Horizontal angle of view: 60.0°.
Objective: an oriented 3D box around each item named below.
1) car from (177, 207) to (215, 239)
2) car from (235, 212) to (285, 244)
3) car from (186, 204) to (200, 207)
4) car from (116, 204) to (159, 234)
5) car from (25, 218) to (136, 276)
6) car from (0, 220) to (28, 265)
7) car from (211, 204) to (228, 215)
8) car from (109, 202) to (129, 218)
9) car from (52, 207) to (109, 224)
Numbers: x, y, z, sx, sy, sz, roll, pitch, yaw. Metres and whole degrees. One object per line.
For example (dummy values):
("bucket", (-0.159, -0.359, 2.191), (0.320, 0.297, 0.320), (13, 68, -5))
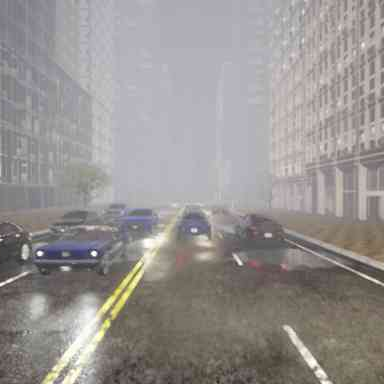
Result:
("car", (0.107, 1.780, 18.870), (1.812, 1.442, 4.674), (0, -1, 0))
("car", (3.357, 1.755, 16.906), (1.812, 1.442, 4.674), (0, -1, 0))
("car", (0.110, 2.133, 39.951), (1.895, 1.301, 4.718), (0, -1, 0))
("car", (-3.246, 1.767, 21.531), (1.882, 1.535, 5.008), (0, -1, 0))
("car", (-3.325, 1.750, 11.003), (1.895, 1.301, 4.718), (0, -1, 0))
("car", (-6.578, 1.639, 9.971), (1.837, 1.490, 4.892), (0, -1, 0))
("car", (3.330, 2.147, 40.932), (1.895, 1.301, 4.718), (0, -1, 0))
("car", (-6.494, 1.744, 29.250), (2.097, 1.767, 4.553), (0, -1, 0))
("car", (-6.520, 1.765, 19.324), (1.837, 1.490, 4.892), (0, -1, 0))
